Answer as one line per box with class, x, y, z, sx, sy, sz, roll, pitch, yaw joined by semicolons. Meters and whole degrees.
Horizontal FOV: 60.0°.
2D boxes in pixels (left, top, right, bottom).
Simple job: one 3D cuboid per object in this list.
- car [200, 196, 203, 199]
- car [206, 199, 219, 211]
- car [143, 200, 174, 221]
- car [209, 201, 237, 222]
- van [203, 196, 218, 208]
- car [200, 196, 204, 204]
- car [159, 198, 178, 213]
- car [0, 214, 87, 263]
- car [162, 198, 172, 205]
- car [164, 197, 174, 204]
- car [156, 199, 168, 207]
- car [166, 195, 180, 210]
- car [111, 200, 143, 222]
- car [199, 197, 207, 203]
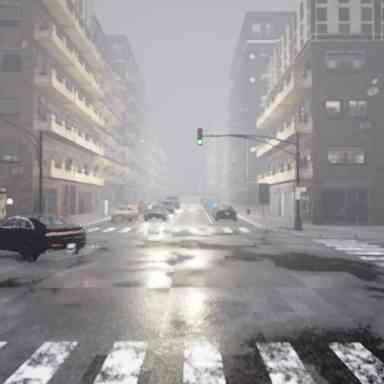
car;2.844;1.988;62.168;1.802;1.307;4.206;1;0;0
car;2.778;1.771;33.956;2.008;1.369;4.403;1;0;0
car;-3.037;1.738;29.311;2.033;1.411;5.357;0;0;0
car;2.765;1.749;28.314;1.947;1.339;4.313;1;0;0
van;2.808;1.635;45.242;1.690;1.788;3.998;1;0;0
car;2.832;1.895;56.696;1.752;1.417;4.829;1;0;0
car;-3.006;1.781;39.214;1.812;1.442;4.674;0;0;0
car;-5.996;1.572;12.358;4.902;1.511;2.128;0;-1;34
car;-5.510;2.034;73.473;2.008;1.369;4.403;1;0;0
car;-5.495;1.961;79.116;1.967;1.590;4.097;1;0;0
car;-5.535;1.952;62.188;1.887;1.381;4.507;1;0;0
car;-2.950;1.547;49.953;2.150;2.045;5.566;0;0;1
car;-5.614;1.709;28.163;1.752;1.417;4.829;1;0;0
car;2.909;2.146;90.381;2.008;1.369;4.403;1;0;0
